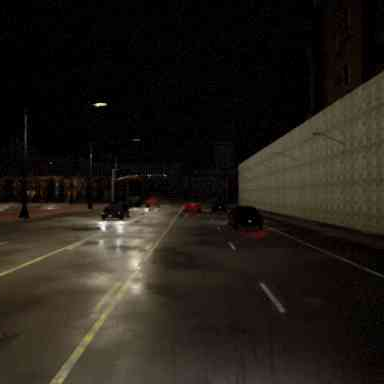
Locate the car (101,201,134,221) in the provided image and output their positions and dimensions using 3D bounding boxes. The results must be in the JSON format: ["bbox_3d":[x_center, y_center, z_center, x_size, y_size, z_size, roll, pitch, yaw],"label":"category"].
[{"bbox_3d":[-6.997,1.808,30.833,1.812,1.442,4.674,0,-1,1],"label":"car"}]

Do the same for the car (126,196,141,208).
[{"bbox_3d":[-10.438,1.758,59.705,2.150,2.045,5.566,0,-1,0],"label":"car"}]

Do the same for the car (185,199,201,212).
[{"bbox_3d":[0.096,1.766,45.007,2.097,1.767,4.553,0,-1,1],"label":"car"}]

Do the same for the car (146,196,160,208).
[{"bbox_3d":[-6.938,1.759,59.701,2.150,2.045,5.566,0,-1,0],"label":"car"}]

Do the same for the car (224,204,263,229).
[{"bbox_3d":[3.623,1.694,23.282,1.882,1.535,5.008,0,0,0],"label":"car"}]

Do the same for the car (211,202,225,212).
[{"bbox_3d":[3.591,1.977,44.576,1.994,1.385,4.181,0,0,1],"label":"car"}]
